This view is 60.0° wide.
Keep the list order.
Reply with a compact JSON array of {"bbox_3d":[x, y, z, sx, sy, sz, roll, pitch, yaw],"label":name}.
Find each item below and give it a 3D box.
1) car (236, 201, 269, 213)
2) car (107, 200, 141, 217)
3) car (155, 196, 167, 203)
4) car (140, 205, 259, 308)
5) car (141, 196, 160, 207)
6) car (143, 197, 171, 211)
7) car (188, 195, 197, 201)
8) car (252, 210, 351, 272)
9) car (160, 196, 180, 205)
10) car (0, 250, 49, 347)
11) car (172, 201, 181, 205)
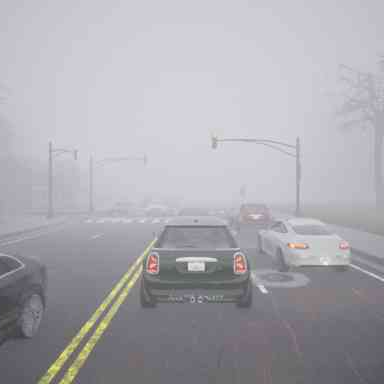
[{"bbox_3d":[3.341,1.351,19.410,2.097,1.767,4.553,0,0,0],"label":"car"},{"bbox_3d":[-6.550,1.546,31.574,2.033,1.411,5.357,0,0,0],"label":"car"},{"bbox_3d":[-6.389,1.517,68.670,2.033,1.411,5.357,0,0,0],"label":"car"},{"bbox_3d":[0.090,1.352,8.064,2.097,1.767,4.553,0,0,0],"label":"car"},{"bbox_3d":[-6.513,1.338,49.701,2.097,1.767,4.553,0,0,0],"label":"car"},{"bbox_3d":[-3.295,1.523,32.108,1.812,1.442,4.674,0,0,0],"label":"car"},{"bbox_3d":[0.143,1.480,85.668,2.128,1.511,4.902,0,0,0],"label":"car"},{"bbox_3d":[3.350,1.525,10.616,1.812,1.442,4.674,0,0,0],"label":"car"},{"bbox_3d":[-3.264,1.493,49.511,1.837,1.490,4.892,0,-1,0],"label":"car"},{"bbox_3d":[-3.346,1.492,3.723,2.128,1.511,4.902,0,0,0],"label":"car"},{"bbox_3d":[0.070,1.477,17.329,1.882,1.535,5.008,0,0,0],"label":"car"}]
